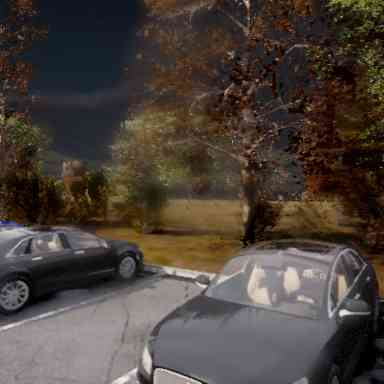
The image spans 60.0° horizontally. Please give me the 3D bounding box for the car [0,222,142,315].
[{"bbox_3d":[-3.256,1.549,7.907,2.231,1.521,4.892,-1,0,35],"label":"car"}]

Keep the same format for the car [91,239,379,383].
[{"bbox_3d":[1.351,1.496,4.643,2.231,1.521,4.892,-1,0,35],"label":"car"}]
